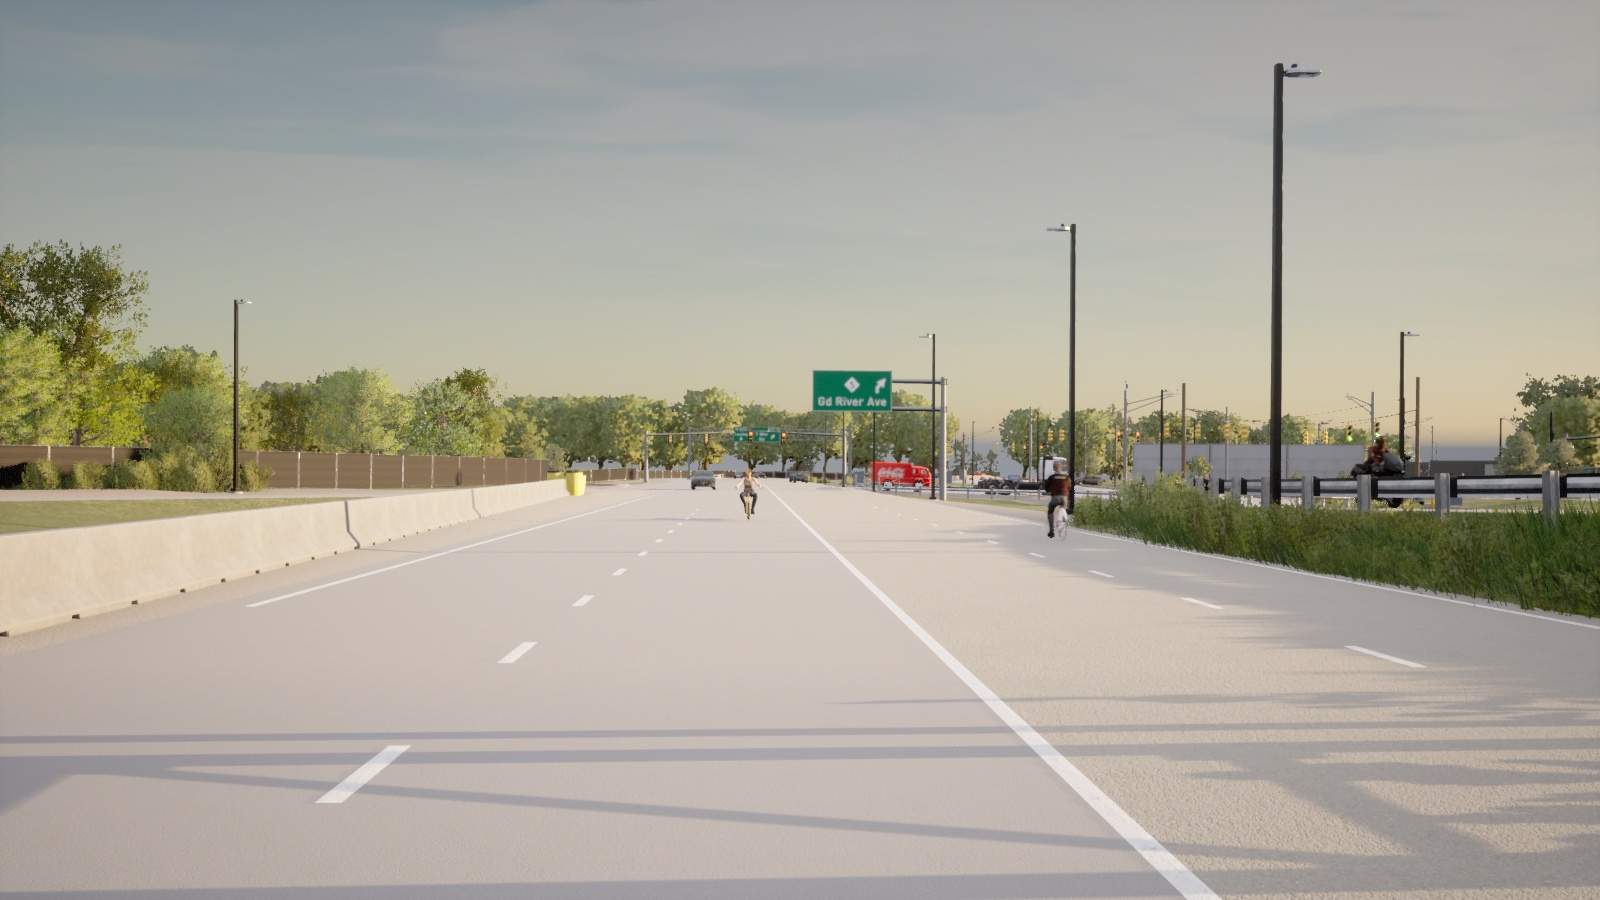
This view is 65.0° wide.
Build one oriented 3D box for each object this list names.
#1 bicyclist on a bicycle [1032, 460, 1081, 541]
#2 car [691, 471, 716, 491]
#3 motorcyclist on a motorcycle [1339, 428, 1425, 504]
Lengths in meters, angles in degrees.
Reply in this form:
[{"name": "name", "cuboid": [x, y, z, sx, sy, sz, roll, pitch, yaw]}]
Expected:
[{"name": "bicyclist on a bicycle", "cuboid": [5.844, 1.130, 28.663, 0.659, 1.776, 1.843, 0, -1, -2]}, {"name": "car", "cuboid": [-7.381, 2.380, 96.514, 1.837, 1.490, 4.892, 0, -1, -3]}, {"name": "motorcyclist on a motorcycle", "cuboid": [12.158, 0.371, 26.315, 0.797, 1.523, 2.044, 0, -2, -1]}]
